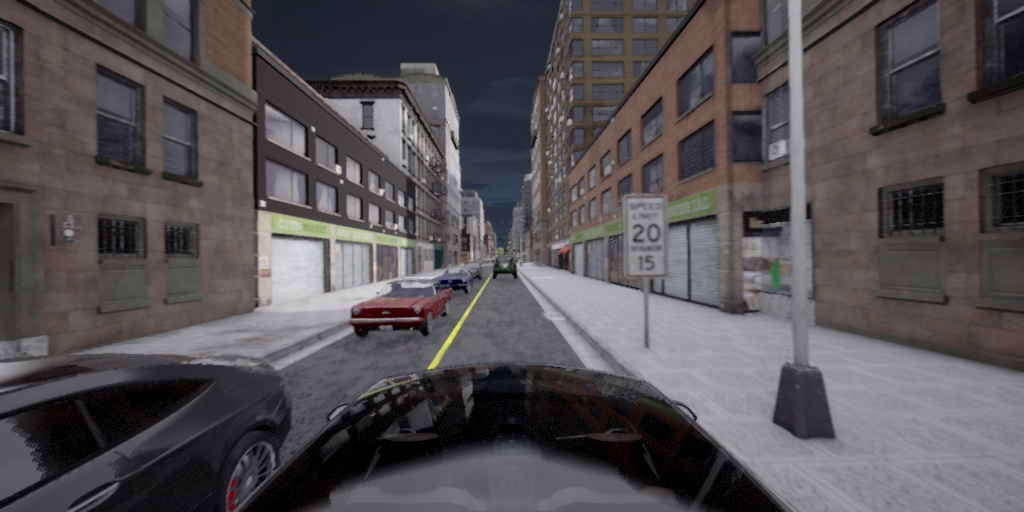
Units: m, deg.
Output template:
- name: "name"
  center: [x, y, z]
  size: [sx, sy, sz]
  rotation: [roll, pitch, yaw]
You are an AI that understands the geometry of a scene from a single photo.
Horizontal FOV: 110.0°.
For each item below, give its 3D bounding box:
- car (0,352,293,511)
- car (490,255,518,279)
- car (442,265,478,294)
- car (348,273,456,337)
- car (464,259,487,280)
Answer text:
- name: "car"
  center: [-2.807, 1.317, 1.377]
  size: [1.812, 1.442, 4.674]
  rotation: [-1, 0, -2]
- name: "car"
  center: [-0.632, 0.960, 32.995]
  size: [2.150, 2.045, 5.566]
  rotation: [-1, 0, -1]
- name: "car"
  center: [-3.246, 1.379, 20.733]
  size: [1.895, 1.301, 4.718]
  rotation: [-1, 0, -1]
- name: "car"
  center: [-3.021, 1.384, 10.651]
  size: [1.895, 1.301, 4.718]
  rotation: [-1, 0, -1]
- name: "car"
  center: [-3.448, 1.283, 31.118]
  size: [1.837, 1.490, 4.892]
  rotation: [-1, 0, -1]
